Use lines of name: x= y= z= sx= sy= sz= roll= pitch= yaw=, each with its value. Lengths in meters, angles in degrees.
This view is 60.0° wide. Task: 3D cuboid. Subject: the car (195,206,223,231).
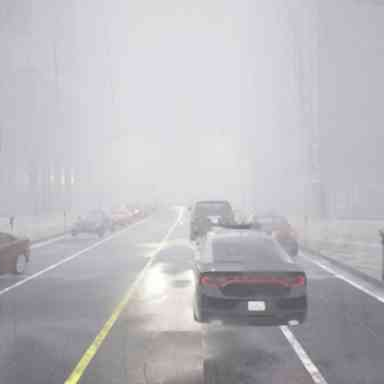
car: x=1.092 y=1.745 z=23.374 sx=1.812 sy=1.442 sz=4.674 roll=0 pitch=-1 yaw=0

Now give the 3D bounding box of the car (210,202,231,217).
car: x=3.054 y=1.880 z=36.086 sx=1.887 sy=1.381 sz=4.507 roll=0 pitch=-1 yaw=0

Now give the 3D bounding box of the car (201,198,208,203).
car: x=3.480 y=2.433 z=92.104 sx=1.947 sy=1.339 sz=4.313 roll=0 pitch=-1 yaw=0

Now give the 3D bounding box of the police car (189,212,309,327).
police car: x=0.970 y=1.495 z=7.486 sx=1.930 sy=1.638 sz=5.238 roll=0 pitch=-1 yaw=0

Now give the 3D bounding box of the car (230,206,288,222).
car: x=2.884 y=1.564 z=13.680 sx=1.967 sy=1.590 sz=4.097 roll=0 pitch=-1 yaw=0

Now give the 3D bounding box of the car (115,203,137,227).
car: x=-5.558 y=1.771 z=24.770 sx=1.752 sy=1.417 sz=4.829 roll=0 pitch=-1 yaw=0

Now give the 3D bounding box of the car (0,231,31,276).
car: x=-5.684 y=1.634 z=8.136 sx=1.887 sy=1.381 sz=4.507 roll=0 pitch=-1 yaw=0

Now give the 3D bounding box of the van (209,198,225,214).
van: x=3.097 y=1.729 z=41.690 sx=1.690 sy=1.788 sz=3.998 roll=0 pitch=-1 yaw=0

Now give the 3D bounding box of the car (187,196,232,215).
car: x=0.966 y=1.386 z=17.400 sx=2.150 sy=2.045 sz=5.566 roll=0 pitch=-1 yaw=0

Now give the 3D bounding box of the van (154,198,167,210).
van: x=-5.343 y=1.853 z=52.949 sx=1.690 sy=1.788 sz=3.998 roll=0 pitch=-1 yaw=0

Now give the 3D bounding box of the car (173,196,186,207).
car: x=-2.486 y=2.119 z=65.739 sx=2.128 sy=1.511 sz=4.902 roll=0 pitch=-1 yaw=0

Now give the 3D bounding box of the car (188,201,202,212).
car: x=0.401 y=1.957 z=45.706 sx=1.812 sy=1.442 sz=4.674 roll=0 pitch=-1 yaw=1

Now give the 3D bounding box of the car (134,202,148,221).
car: x=-5.514 y=1.740 z=30.542 sx=1.967 sy=1.590 sz=4.097 roll=0 pitch=-1 yaw=0

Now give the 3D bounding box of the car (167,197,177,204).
car: x=-5.087 y=2.146 z=86.557 sx=2.192 sy=1.841 sz=5.009 roll=0 pitch=-1 yaw=0

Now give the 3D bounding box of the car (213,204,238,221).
car: x=3.011 y=1.827 z=30.485 sx=1.887 sy=1.381 sz=4.507 roll=0 pitch=-1 yaw=0

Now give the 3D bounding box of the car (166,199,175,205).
car: x=-5.130 y=2.344 z=80.953 sx=1.947 sy=1.339 sz=4.313 roll=0 pitch=-1 yaw=0

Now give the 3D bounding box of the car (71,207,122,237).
car: x=-5.599 y=1.777 z=19.338 sx=1.802 sy=1.307 sz=4.206 roll=0 pitch=-1 yaw=0

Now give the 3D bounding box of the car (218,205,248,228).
car: x=2.970 y=1.756 z=25.053 sx=1.752 sy=1.417 sz=4.829 roll=0 pitch=-1 yaw=0

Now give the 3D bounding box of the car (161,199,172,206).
car: x=-5.215 y=2.237 z=69.751 sx=1.947 sy=1.339 sz=4.313 roll=0 pitch=-1 yaw=0

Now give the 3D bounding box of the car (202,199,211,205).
car: x=3.352 y=2.251 z=75.299 sx=1.887 sy=1.381 sz=4.507 roll=0 pitch=-1 yaw=0

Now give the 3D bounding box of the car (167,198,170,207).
car: x=-5.301 y=2.147 z=58.548 sx=1.802 sy=1.307 sz=4.206 roll=0 pitch=-1 yaw=0

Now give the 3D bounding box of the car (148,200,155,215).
car: x=-5.471 y=1.898 z=36.142 sx=1.887 sy=1.381 sz=4.507 roll=0 pitch=-1 yaw=0

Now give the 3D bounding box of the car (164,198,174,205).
car: x=-5.173 y=2.165 z=75.353 sx=1.967 sy=1.590 sz=4.097 roll=0 pitch=-1 yaw=0

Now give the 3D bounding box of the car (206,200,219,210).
car: x=3.182 y=2.039 z=52.892 sx=1.887 sy=1.381 sz=4.507 roll=0 pitch=-1 yaw=0

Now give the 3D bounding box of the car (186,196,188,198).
car: x=0.486 y=1.808 z=62.078 sx=2.150 sy=2.045 sz=5.566 roll=0 pitch=-1 yaw=0

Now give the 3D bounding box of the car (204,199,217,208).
car: x=3.225 y=1.987 z=58.495 sx=1.967 sy=1.590 sz=4.097 roll=0 pitch=-1 yaw=0

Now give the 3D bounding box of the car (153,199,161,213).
car: x=-5.428 y=1.951 z=41.744 sx=1.887 sy=1.381 sz=4.507 roll=0 pitch=-1 yaw=0

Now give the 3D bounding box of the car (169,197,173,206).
car: x=-5.258 y=2.058 z=64.151 sx=1.967 sy=1.590 sz=4.097 roll=0 pitch=-1 yaw=0
